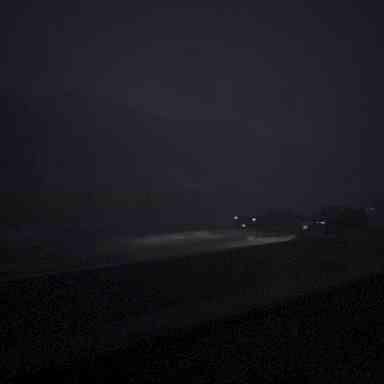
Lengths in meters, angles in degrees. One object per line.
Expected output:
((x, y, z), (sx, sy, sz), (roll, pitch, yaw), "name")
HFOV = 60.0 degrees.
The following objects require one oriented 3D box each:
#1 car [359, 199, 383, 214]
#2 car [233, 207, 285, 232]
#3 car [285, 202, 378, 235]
((17.892, 1.560, 33.955), (5.357, 1.411, 2.033), (0, 0, -35), "car")
((4.768, 1.606, 20.295), (4.718, 1.301, 1.895), (0, 0, -36), "car")
((7.655, 1.497, 18.055), (4.902, 1.511, 2.128), (0, 0, -35), "car")
